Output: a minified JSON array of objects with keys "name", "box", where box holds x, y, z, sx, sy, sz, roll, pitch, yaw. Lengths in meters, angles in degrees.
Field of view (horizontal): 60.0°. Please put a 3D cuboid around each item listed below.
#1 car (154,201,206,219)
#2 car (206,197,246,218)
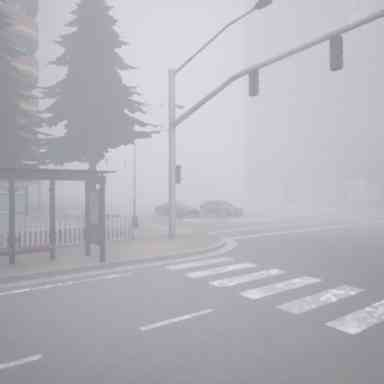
[{"name":"car","box":[-1.418,1.536,29.401,2.033,1.411,5.357,0,0,-35]},{"name":"car","box":[2.570,1.475,29.834,1.837,1.490,4.892,0,1,-35]}]
